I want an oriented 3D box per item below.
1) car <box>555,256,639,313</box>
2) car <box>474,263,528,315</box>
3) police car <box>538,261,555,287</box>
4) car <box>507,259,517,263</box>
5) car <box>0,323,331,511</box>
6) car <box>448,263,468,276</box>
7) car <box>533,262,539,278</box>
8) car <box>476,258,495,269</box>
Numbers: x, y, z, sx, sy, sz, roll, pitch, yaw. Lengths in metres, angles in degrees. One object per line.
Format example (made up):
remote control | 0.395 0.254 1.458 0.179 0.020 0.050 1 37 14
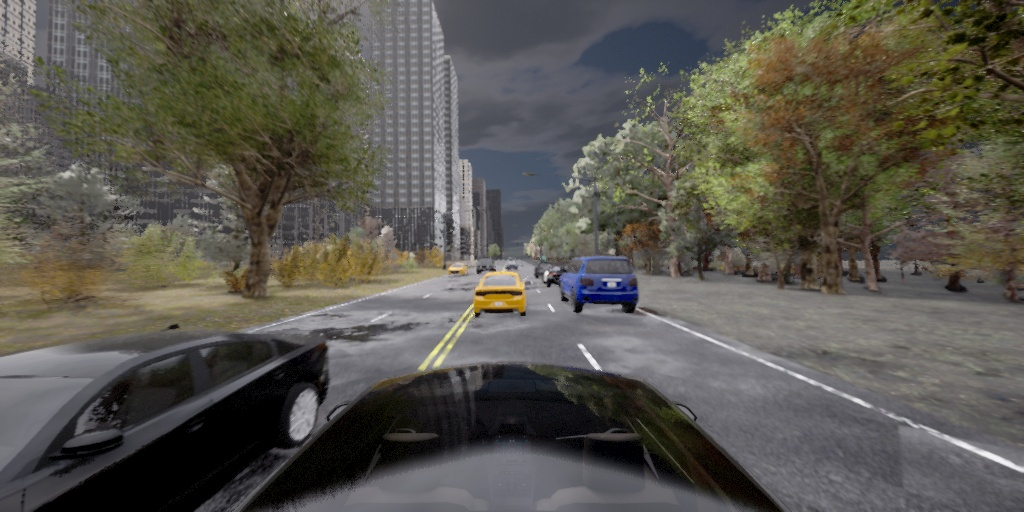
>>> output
car | 3.250 1.028 14.369 2.150 2.045 5.566 0 0 0
car | -0.383 1.343 14.630 1.882 1.535 5.008 -1 3 2
police car | 3.246 1.340 25.345 2.038 1.542 4.974 0 0 0
car | 0.029 1.644 58.310 1.895 1.301 4.718 -1 0 0
car | -3.370 1.439 2.753 1.882 1.535 5.008 -1 0 0
car | -6.598 1.625 43.863 1.882 1.535 5.008 -1 0 0
car | 3.219 1.340 36.355 2.033 1.649 4.856 -2 0 0
car | -3.351 1.309 46.376 2.150 2.045 5.566 -1 -1 0
